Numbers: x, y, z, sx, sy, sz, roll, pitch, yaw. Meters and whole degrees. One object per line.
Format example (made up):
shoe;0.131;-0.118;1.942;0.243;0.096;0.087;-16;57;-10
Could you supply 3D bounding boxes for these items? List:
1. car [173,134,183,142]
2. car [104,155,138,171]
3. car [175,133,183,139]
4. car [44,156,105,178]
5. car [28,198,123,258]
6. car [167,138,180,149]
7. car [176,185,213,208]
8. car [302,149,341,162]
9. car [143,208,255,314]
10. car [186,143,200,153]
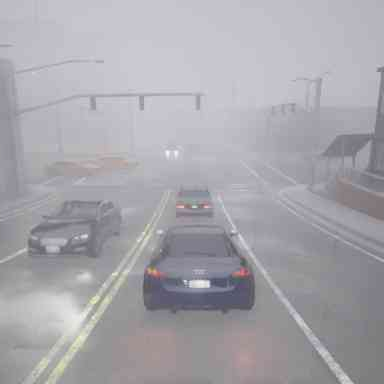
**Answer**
car;-3.416;-10.490;68.408;2.128;1.511;4.902;0;12;0
car;-8.135;-3.069;34.394;5.008;1.535;1.882;0;12;0
car;-3.392;-14.792;87.997;1.812;1.442;4.674;0;12;0
car;-11.033;-2.258;30.705;5.008;1.535;1.882;1;12;6
car;-3.595;1.016;11.015;2.128;1.511;4.902;0;5;0
car;-3.501;-8.294;58.761;1.895;1.301;4.718;0;12;-2
car;0.114;0.361;17.269;2.033;1.411;5.357;0;8;0
car;16.168;-4.551;41.341;4.674;1.442;1.812;0;12;0
car;0.112;1.346;7.385;1.994;1.385;4.181;0;3;0
car;0.100;-7.052;52.652;1.837;1.490;4.892;1;12;2
